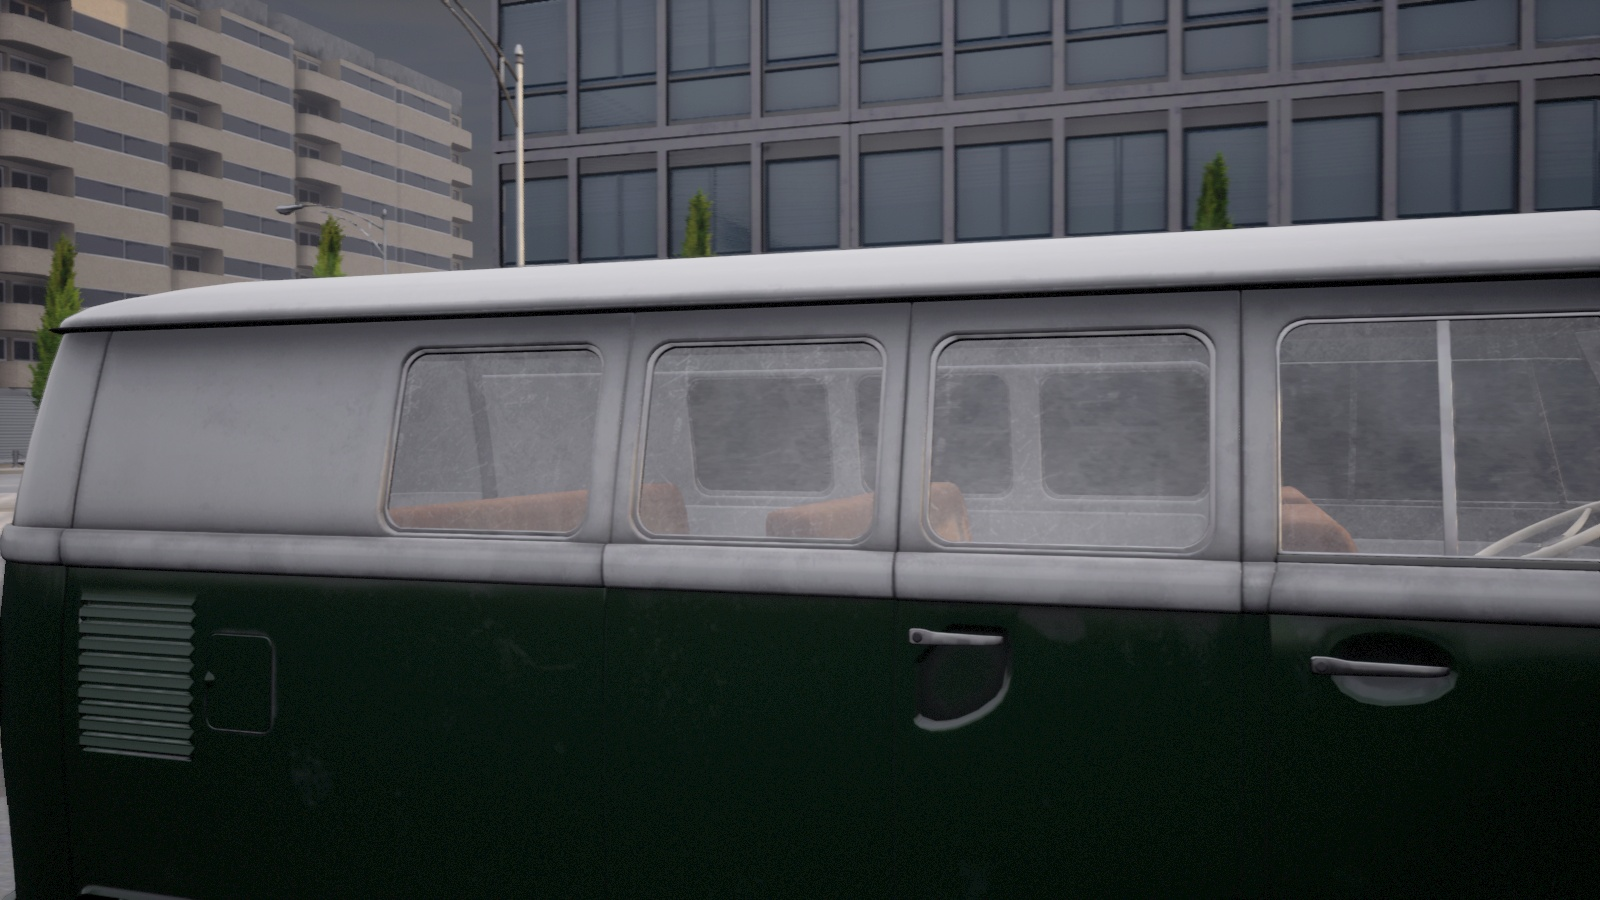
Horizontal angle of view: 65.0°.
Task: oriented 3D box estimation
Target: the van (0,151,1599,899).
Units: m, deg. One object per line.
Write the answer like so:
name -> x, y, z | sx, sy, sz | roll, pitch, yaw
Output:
van -> 0.245, 0.530, 3.107 | 4.442, 1.987, 1.775 | 1, 1, 19
